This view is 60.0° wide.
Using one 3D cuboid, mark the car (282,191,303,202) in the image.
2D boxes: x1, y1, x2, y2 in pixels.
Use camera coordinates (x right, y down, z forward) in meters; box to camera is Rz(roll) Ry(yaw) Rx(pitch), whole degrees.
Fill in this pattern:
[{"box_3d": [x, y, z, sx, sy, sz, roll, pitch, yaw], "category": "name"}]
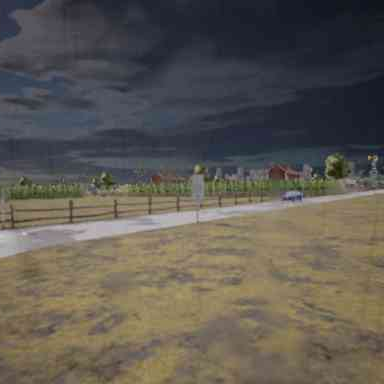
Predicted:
[{"box_3d": [14.929, 0.605, 49.286, 1.882, 1.535, 5.008, 0, 1, 36], "category": "car"}]
